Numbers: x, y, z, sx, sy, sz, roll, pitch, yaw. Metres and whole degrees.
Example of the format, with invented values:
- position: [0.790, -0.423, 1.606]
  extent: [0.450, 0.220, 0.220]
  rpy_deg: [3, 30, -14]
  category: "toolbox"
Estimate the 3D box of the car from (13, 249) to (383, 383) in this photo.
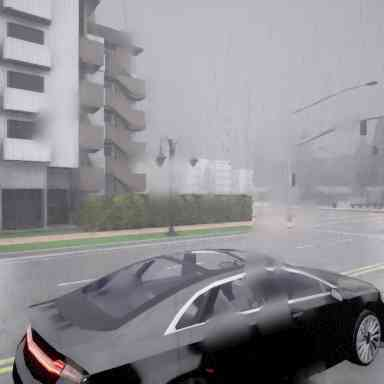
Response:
- position: [0.551, 1.492, 4.150]
  extent: [4.902, 1.511, 2.128]
  rpy_deg: [0, 0, -35]
  category: "car"
